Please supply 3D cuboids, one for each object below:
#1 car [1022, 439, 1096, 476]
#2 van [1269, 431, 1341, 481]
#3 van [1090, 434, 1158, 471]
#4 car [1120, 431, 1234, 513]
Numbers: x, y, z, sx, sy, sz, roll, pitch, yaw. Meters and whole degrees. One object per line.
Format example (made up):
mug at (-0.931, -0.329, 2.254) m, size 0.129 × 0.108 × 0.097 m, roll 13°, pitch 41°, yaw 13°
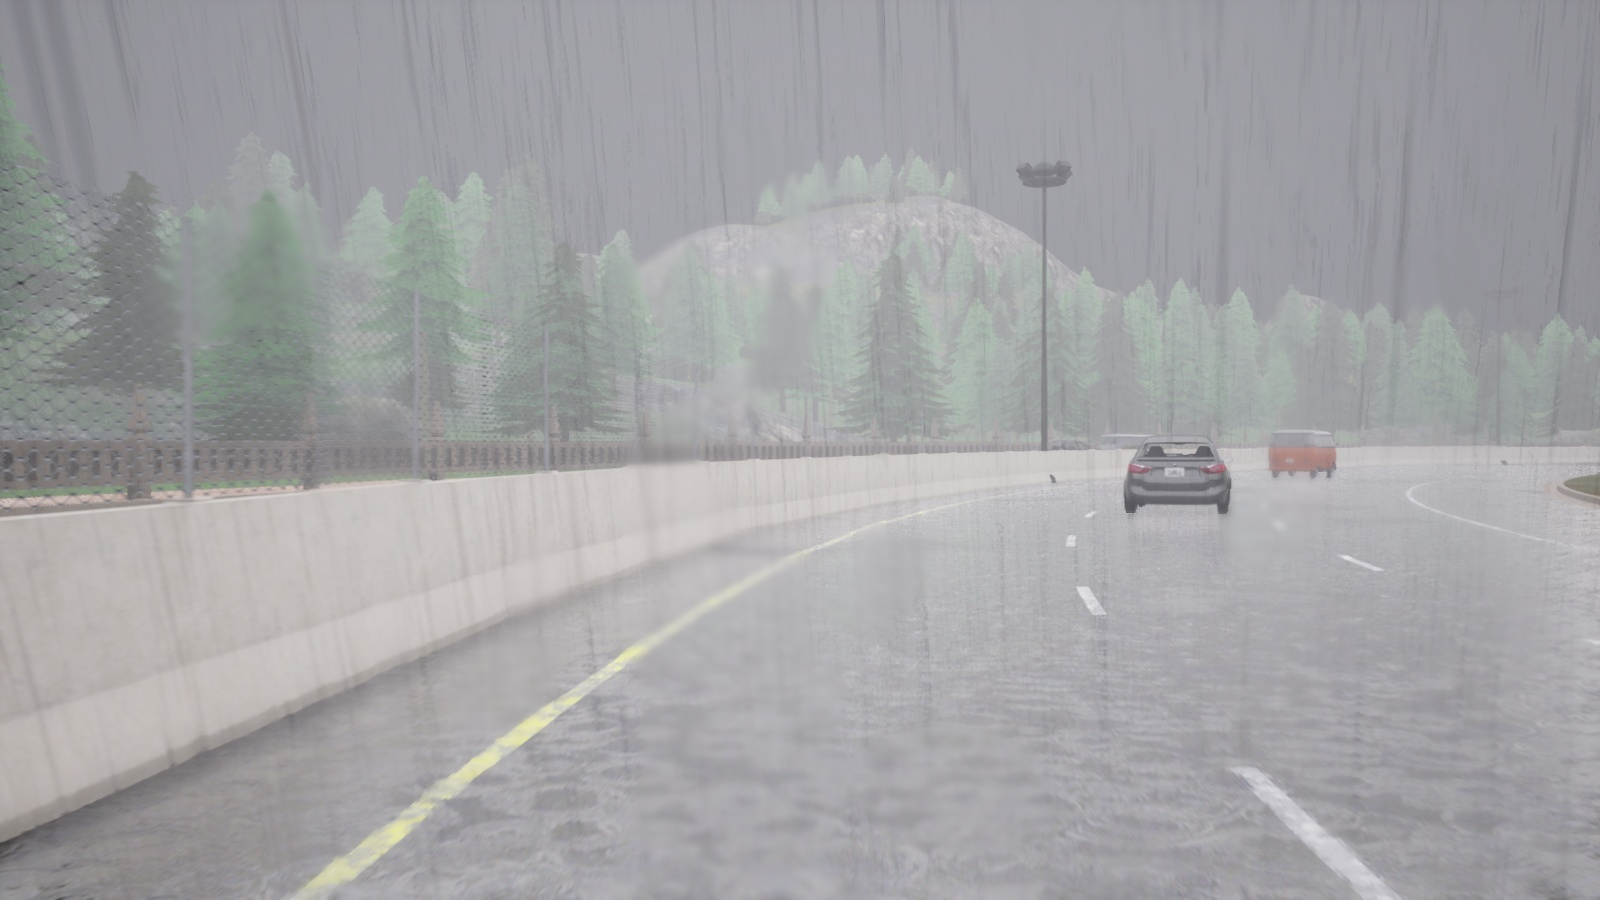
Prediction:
car at (11.843, 0.334, 57.257) m, size 1.851 × 1.617 × 3.988 m, roll 0°, pitch 0°, yaw 35°
van at (20.862, 0.228, 51.763) m, size 1.775 × 1.987 × 4.442 m, roll 0°, pitch 0°, yaw 35°
van at (18.235, 0.120, 70.547) m, size 1.775 × 1.987 × 4.442 m, roll 0°, pitch 0°, yaw 43°
car at (8.487, 0.441, 28.000) m, size 2.242 × 1.667 × 4.611 m, roll 0°, pitch 0°, yaw 19°
